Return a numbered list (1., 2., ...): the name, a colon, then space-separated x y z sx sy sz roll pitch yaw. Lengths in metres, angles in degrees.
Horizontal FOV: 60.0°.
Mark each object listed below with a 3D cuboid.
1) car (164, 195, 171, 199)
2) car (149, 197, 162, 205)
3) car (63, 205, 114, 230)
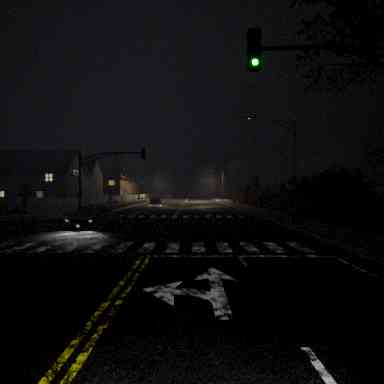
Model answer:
1. car: -6.320 1.290 85.623 1.812 1.442 4.674 0 0 0
2. car: -6.374 1.540 57.906 1.812 1.442 4.674 0 1 0
3. car: -6.449 1.532 21.458 2.033 1.411 5.357 1 0 0
